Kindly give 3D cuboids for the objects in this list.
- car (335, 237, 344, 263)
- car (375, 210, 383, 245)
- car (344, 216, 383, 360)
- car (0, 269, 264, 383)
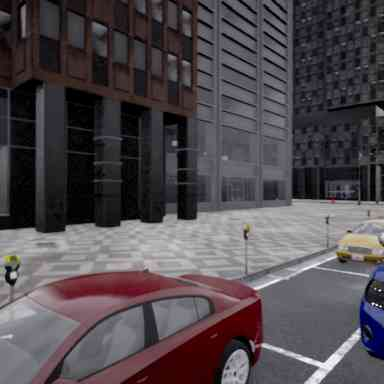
[{"bbox_3d":[6.303,1.525,11.173,1.752,1.417,4.829,0,0,42],"label":"car"},{"bbox_3d":[10.138,1.545,15.384,1.887,1.381,4.507,0,0,42],"label":"car"},{"bbox_3d":[4.470,1.221,5.193,2.150,2.045,5.566,0,0,42],"label":"car"},{"bbox_3d":[-1.024,1.545,3.128,1.887,1.381,4.507,0,0,42],"label":"car"}]
